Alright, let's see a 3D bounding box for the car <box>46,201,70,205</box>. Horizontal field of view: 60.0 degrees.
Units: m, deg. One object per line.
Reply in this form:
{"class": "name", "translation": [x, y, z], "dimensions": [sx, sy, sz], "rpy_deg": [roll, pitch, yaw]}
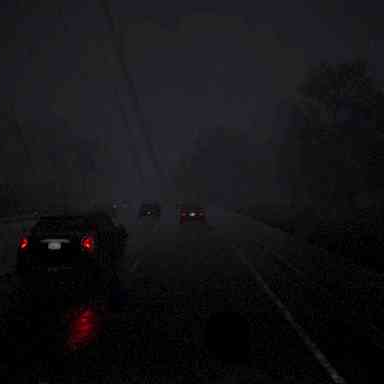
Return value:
{"class": "car", "translation": [-10.785, 1.525, 26.622], "dimensions": [1.837, 1.490, 4.892], "rpy_deg": [0, 0, -2]}

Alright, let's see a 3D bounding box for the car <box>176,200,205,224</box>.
{"class": "car", "translation": [-0.026, 1.567, 25.072], "dimensions": [2.033, 1.411, 5.357], "rpy_deg": [0, 0, -1]}

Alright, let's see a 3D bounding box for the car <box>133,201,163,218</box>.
{"class": "car", "translation": [-3.693, 1.515, 30.156], "dimensions": [2.128, 1.511, 4.902], "rpy_deg": [0, 0, -2]}

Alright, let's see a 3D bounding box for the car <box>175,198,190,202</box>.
{"class": "car", "translation": [-1.046, 1.527, 42.928], "dimensions": [2.128, 1.511, 4.902], "rpy_deg": [0, 0, -5]}

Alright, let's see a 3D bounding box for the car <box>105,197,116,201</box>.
{"class": "car", "translation": [-16.316, 1.629, 66.504], "dimensions": [1.895, 1.301, 4.718], "rpy_deg": [0, 0, -17]}

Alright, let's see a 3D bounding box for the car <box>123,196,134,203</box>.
{"class": "car", "translation": [-13.052, 1.515, 67.781], "dimensions": [1.882, 1.535, 5.008], "rpy_deg": [0, 0, -17]}

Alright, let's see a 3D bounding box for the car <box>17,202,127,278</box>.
{"class": "car", "translation": [-3.399, 1.360, 10.355], "dimensions": [2.097, 1.767, 4.553], "rpy_deg": [0, 0, 0]}
